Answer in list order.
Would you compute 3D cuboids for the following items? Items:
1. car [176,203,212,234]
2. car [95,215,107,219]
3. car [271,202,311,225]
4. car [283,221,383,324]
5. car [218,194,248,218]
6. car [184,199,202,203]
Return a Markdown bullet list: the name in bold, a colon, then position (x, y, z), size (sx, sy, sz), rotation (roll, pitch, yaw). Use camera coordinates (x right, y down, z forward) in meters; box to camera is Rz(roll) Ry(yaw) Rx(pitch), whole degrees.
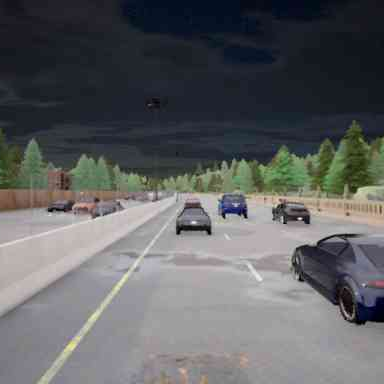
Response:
- **car**: position (0.092, 1.565, 19.416), size (1.994, 1.385, 4.181), rotation (0, 0, 0)
- **car**: position (-7.106, 1.506, 28.405), size (1.837, 1.490, 4.892), rotation (0, 0, 0)
- **car**: position (7.092, 1.506, 24.266), size (1.837, 1.490, 4.892), rotation (0, 0, 0)
- **car**: position (3.597, 1.564, 7.125), size (1.994, 1.385, 4.181), rotation (0, 0, 0)
- **car**: position (3.589, 1.223, 29.855), size (2.150, 2.045, 5.566), rotation (0, 0, 0)
- **car**: position (0.084, 1.479, 37.030), size (1.882, 1.535, 5.008), rotation (0, 0, 0)
